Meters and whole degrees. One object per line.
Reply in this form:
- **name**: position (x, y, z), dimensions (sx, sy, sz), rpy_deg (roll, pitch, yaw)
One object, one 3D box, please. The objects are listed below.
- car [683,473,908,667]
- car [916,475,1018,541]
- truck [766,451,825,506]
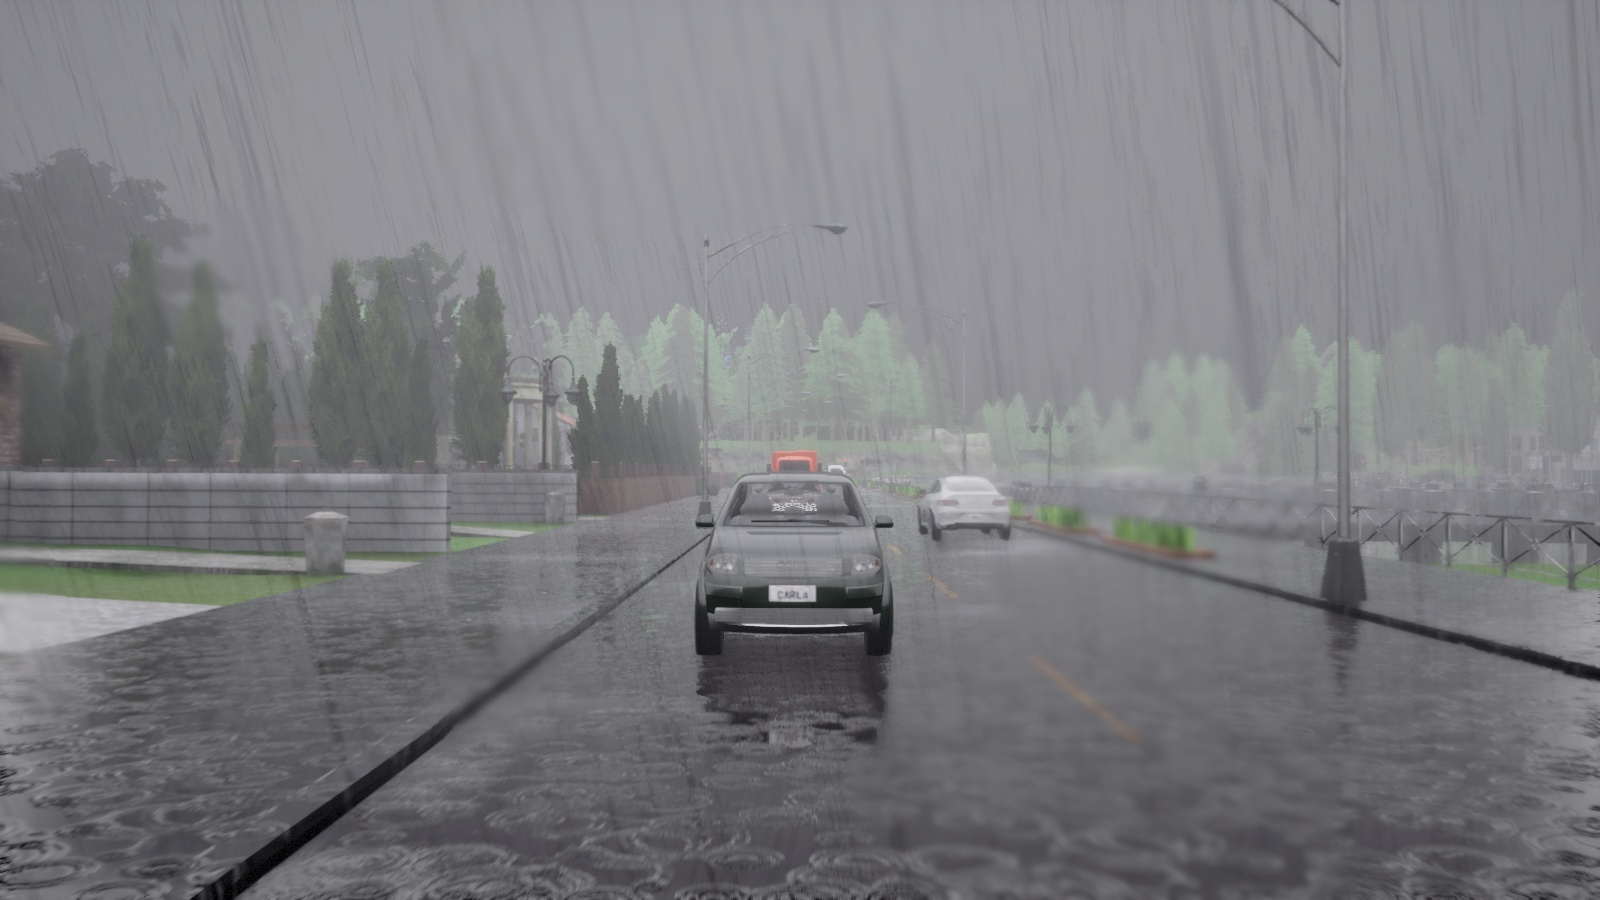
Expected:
- **car**: position (-0.043, 0.993, 11.901), dimensions (1.789, 1.549, 3.705), rpy_deg (0, -1, 0)
- **car**: position (3.896, 1.327, 30.013), dimensions (1.812, 1.442, 4.674), rpy_deg (0, -1, 0)
- **truck**: position (-0.206, 1.317, 59.068), dimensions (2.627, 2.467, 5.204), rpy_deg (0, -1, 0)
